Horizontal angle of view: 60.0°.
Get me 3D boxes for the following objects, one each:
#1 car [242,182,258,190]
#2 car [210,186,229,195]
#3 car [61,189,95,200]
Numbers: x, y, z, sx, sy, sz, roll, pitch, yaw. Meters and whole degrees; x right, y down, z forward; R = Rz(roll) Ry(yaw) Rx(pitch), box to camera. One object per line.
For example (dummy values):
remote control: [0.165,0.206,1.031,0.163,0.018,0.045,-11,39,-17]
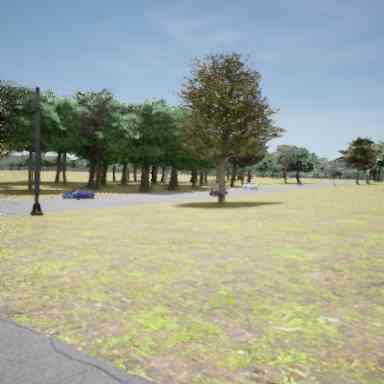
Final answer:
car: [15.519,-1.630,88.590,2.150,2.045,5.566,4,4,35]
car: [5.246,-0.272,62.659,2.097,1.767,4.553,4,4,33]
car: [-15.448,0.323,45.383,1.812,1.442,4.674,4,5,35]
